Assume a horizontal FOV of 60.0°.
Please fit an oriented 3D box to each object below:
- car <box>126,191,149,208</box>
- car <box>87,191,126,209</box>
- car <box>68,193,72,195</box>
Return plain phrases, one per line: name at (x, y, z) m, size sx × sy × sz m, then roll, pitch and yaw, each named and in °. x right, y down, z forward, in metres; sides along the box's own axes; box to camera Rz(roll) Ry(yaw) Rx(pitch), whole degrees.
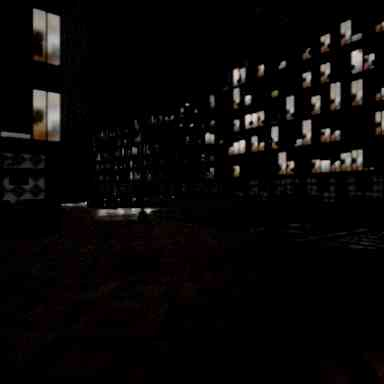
car at (-6.534, 0.739, 36.395) m, size 2.097 × 1.767 × 4.553 m, roll 0°, pitch 1°, yaw -38°
car at (-9.091, 0.746, 34.388) m, size 2.097 × 1.767 × 4.553 m, roll 0°, pitch 1°, yaw -38°
car at (-18.890, 0.349, 47.038) m, size 1.895 × 1.301 × 4.718 m, roll 0°, pitch 1°, yaw -38°
